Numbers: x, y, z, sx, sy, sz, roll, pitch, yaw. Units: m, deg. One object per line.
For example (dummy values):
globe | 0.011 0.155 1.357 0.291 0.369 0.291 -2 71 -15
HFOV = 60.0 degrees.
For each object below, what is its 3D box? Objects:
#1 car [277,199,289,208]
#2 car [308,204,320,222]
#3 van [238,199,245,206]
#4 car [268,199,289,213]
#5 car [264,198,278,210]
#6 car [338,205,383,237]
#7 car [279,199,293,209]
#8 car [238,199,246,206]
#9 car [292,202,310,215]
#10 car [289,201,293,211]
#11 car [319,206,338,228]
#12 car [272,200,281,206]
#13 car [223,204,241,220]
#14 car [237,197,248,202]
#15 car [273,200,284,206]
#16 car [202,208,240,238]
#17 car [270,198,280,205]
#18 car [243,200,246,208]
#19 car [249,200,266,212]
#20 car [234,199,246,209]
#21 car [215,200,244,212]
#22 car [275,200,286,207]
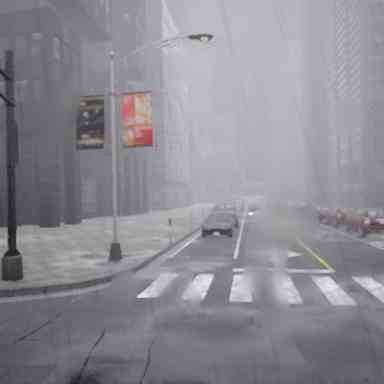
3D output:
car | 18.324 2.305 67.103 1.967 1.590 4.097 -2 -1 10
car | 11.930 1.902 29.672 1.802 1.307 4.206 -2 -1 10
van | 12.665 2.649 84.593 1.690 1.788 3.998 -2 -1 10
car | 11.970 2.118 46.096 1.837 1.490 4.892 -1 -1 11
car | 13.545 2.243 55.510 2.128 1.511 4.902 -1 -1 10
car | 10.099 1.610 18.981 1.967 1.590 4.097 -2 -1 10
car | 17.410 2.225 61.756 1.967 1.590 4.097 -2 -1 10
car | 13.581 2.828 89.939 1.967 1.590 4.097 -2 -1 10
car | 13.757 2.017 40.366 1.887 1.381 4.507 -2 -1 10
car | 15.613 2.155 51.228 1.752 1.417 4.829 -2 -1 10
car | 11.013 1.685 24.327 1.967 1.590 4.097 -2 -1 10
car | 21.097 2.633 83.309 1.752 1.417 4.829 -2 -1 10
car | 4.414 2.122 36.291 1.752 1.417 4.829 -2 -1 10
car | 8.093 2.224 57.854 2.192 1.841 5.009 -2 -1 10
car | 20.155 2.576 77.794 2.008 1.369 4.403 -2 -1 10
car | 1.701 1.938 20.414 1.947 1.339 4.313 -2 -1 10
car | 21.977 2.501 88.493 2.192 1.841 5.009 -2 -1 10
car | 7.186 2.412 52.502 1.802 1.307 4.206 -2 -1 10
car | 9.540 2.297 49.866 1.994 1.385 4.181 -1 -1 10
car | 9.921 2.382 68.550 2.192 1.841 5.009 -2 -1 10
car | 2.609 1.763 25.766 2.192 1.841 5.009 -2 -1 10
car | 19.239 2.489 72.448 1.887 1.381 4.507 -2 -1 10
